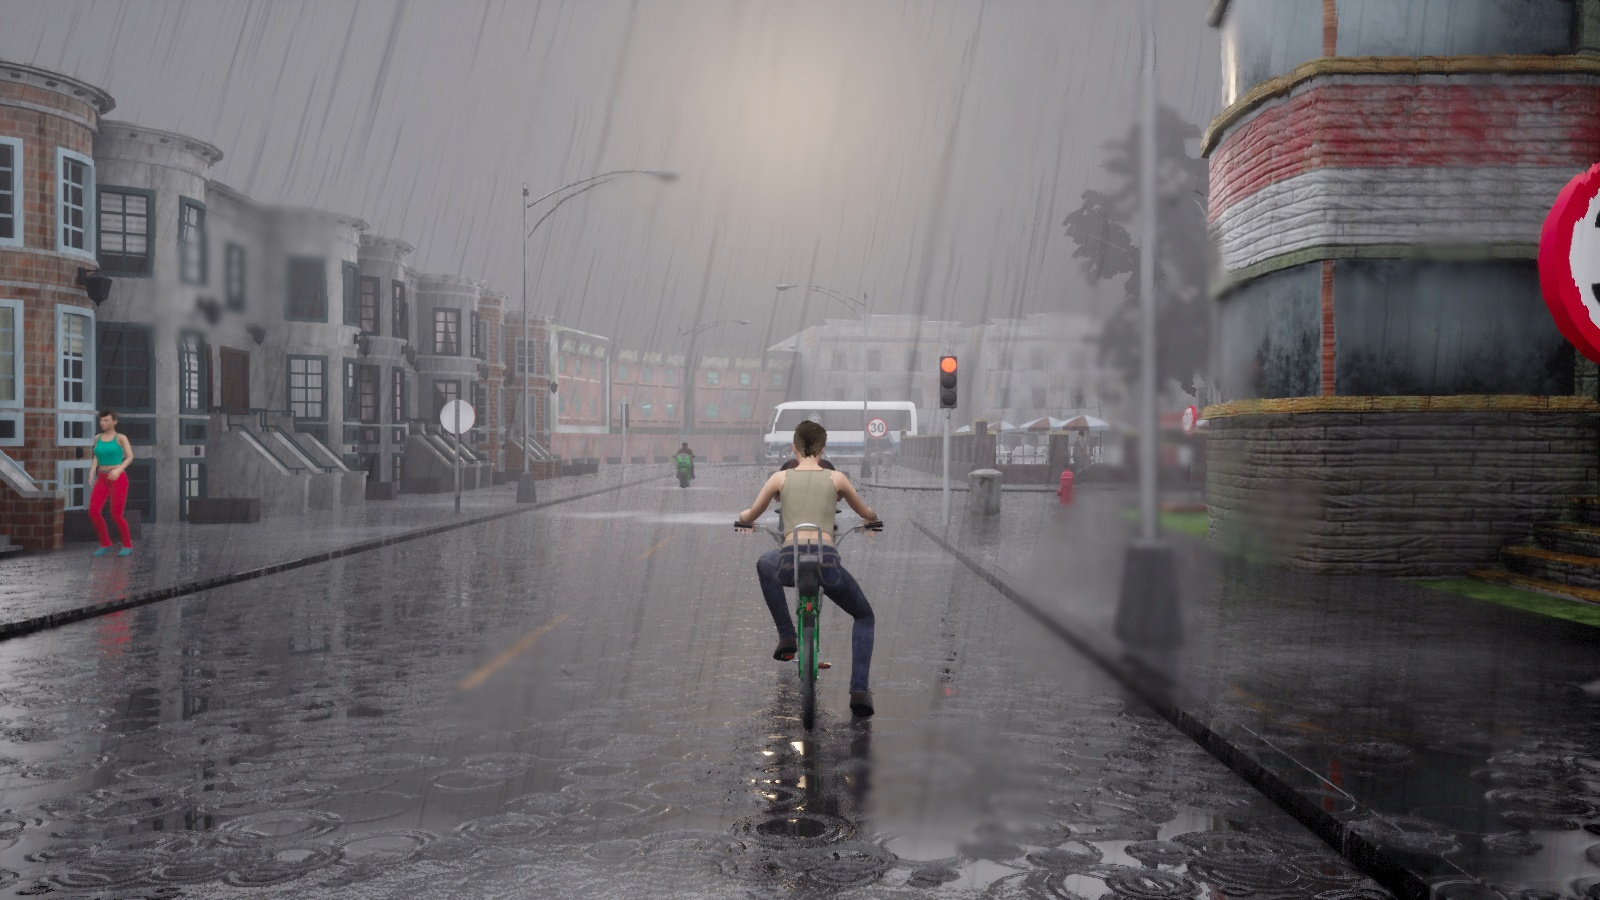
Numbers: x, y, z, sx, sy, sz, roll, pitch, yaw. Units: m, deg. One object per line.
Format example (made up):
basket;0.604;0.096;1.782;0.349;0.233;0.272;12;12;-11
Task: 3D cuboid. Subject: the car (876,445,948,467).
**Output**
car;7.195;0.360;80.967;4.181;1.385;1.994;0;0;-17

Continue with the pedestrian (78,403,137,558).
pedestrian;-8.404;0.363;15.249;0.345;1.836;0.594;0;0;8

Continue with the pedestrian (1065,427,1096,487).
pedestrian;9.220;0.230;41.317;0.873;1.952;0.659;0;0;0

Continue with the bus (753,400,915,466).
bus;2.142;-1.103;83.327;10.273;4.253;3.944;0;1;-6

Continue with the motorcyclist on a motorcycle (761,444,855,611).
motorcyclist on a motorcycle;0.080;0.710;12.643;0.866;1.530;2.191;0;0;0

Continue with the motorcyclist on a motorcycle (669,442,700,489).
motorcyclist on a motorcycle;-3.779;0.493;41.187;0.797;1.523;2.044;0;0;0

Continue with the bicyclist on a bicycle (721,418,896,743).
bicyclist on a bicycle;0.047;0.644;6.991;0.866;1.612;1.509;0;0;0
